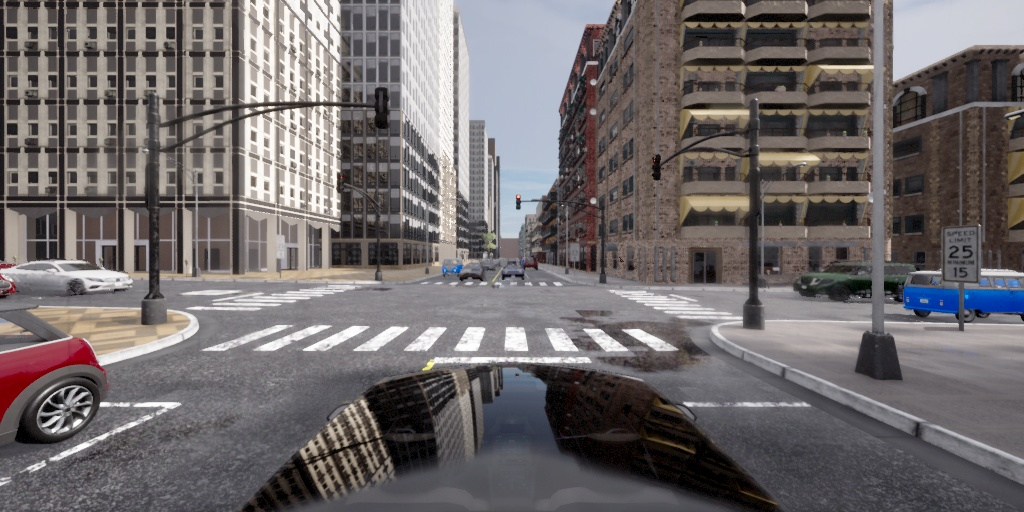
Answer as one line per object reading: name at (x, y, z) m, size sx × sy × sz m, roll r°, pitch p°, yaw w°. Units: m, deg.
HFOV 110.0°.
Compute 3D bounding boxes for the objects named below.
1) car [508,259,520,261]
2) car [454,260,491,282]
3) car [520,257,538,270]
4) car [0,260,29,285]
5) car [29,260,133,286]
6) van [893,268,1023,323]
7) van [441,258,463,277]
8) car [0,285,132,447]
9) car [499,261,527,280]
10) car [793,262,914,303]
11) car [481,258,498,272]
car at (-0.034, 1.276, 63.926) m, size 1.837 × 1.490 × 4.892 m, roll 0°, pitch 0°, yaw 0°
car at (-3.115, 1.301, 29.345) m, size 2.033 × 1.411 × 5.357 m, roll 0°, pitch 0°, yaw 0°
car at (2.661, 1.079, 51.502) m, size 2.192 × 1.841 × 5.009 m, roll 0°, pitch 0°, yaw 0°
car at (-21.154, 0.818, 13.128) m, size 4.097 × 1.591 × 1.967 m, roll 0°, pitch 0°, yaw 0°
car at (-19.583, 0.930, 15.720) m, size 4.674 × 1.442 × 1.812 m, roll 1°, pitch 0°, yaw 0°
van at (16.905, 1.453, 13.099) m, size 3.998 × 1.789 × 1.690 m, roll 0°, pitch 0°, yaw 0°
van at (-5.710, 1.096, 34.843) m, size 1.690 × 1.789 × 3.998 m, roll 0°, pitch 0°, yaw 0°
car at (-5.691, 1.190, 2.369) m, size 1.967 × 1.591 × 4.097 m, roll 0°, pitch 0°, yaw 0°
car at (0.092, 1.355, 31.546) m, size 1.895 × 1.301 × 4.718 m, roll 0°, pitch 0°, yaw 0°
car at (18.267, 1.350, 19.028) m, size 5.566 × 2.045 × 2.150 m, roll 1°, pitch 0°, yaw 0°
car at (-3.122, 1.324, 45.081) m, size 1.994 × 1.385 × 4.181 m, roll 0°, pitch 0°, yaw 0°
